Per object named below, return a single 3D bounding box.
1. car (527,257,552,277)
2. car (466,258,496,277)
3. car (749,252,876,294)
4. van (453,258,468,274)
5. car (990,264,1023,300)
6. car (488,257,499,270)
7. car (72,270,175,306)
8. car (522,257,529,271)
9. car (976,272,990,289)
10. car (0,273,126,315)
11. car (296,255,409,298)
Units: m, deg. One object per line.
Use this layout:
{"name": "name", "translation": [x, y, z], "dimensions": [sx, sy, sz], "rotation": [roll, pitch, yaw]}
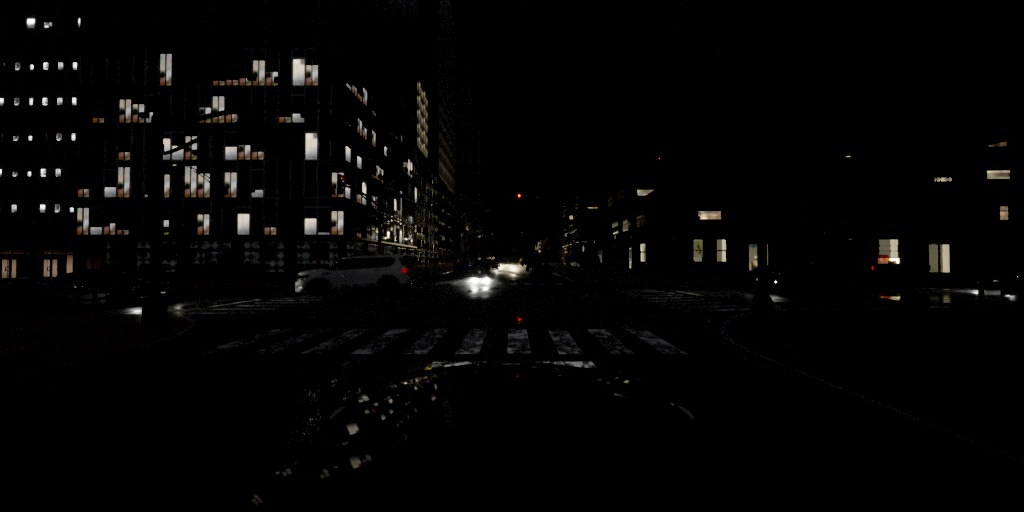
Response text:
{"name": "car", "translation": [2.774, 1.194, 34.995], "dimensions": [1.967, 1.591, 4.097], "rotation": [0, 0, 0]}
{"name": "car", "translation": [-3.015, 1.246, 35.904], "dimensions": [2.128, 1.511, 4.902], "rotation": [0, 0, 0]}
{"name": "car", "translation": [15.505, 0.842, 18.643], "dimensions": [5.566, 2.045, 2.150], "rotation": [-1, -1, -1]}
{"name": "van", "translation": [-5.593, 1.096, 40.652], "dimensions": [1.690, 1.789, 3.998], "rotation": [0, 0, 0]}
{"name": "car", "translation": [20.717, 0.994, 12.746], "dimensions": [4.829, 1.417, 1.751], "rotation": [0, 0, 1]}
{"name": "car", "translation": [-2.963, 1.281, 52.722], "dimensions": [1.812, 1.442, 4.674], "rotation": [0, 0, 0]}
{"name": "car", "translation": [-17.858, 1.359, 15.819], "dimensions": [5.008, 1.535, 1.882], "rotation": [-1, -1, 1]}
{"name": "car", "translation": [2.802, 1.070, 46.343], "dimensions": [2.192, 1.841, 5.009], "rotation": [0, 0, 0]}
{"name": "car", "translation": [26.912, 1.074, 18.472], "dimensions": [4.181, 1.385, 1.994], "rotation": [-1, -1, 1]}
{"name": "car", "translation": [-17.391, 1.413, 13.206], "dimensions": [4.207, 1.307, 1.802], "rotation": [0, 0, 1]}
{"name": "car", "translation": [-8.468, 1.022, 19.377], "dimensions": [5.566, 2.045, 2.150], "rotation": [-2, 1, -27]}
